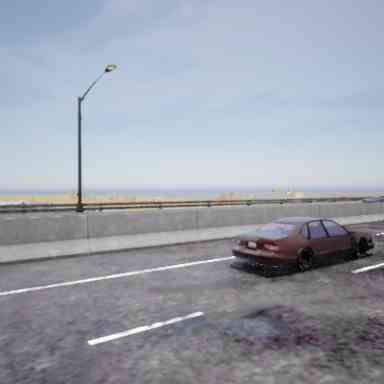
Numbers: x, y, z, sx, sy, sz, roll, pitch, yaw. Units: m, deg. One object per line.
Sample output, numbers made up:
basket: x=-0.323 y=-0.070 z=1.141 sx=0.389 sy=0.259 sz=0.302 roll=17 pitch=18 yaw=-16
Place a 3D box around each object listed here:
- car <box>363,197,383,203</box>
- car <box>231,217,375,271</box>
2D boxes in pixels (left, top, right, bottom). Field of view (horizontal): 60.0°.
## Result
car: x=27.483 y=1.383 z=49.310 sx=5.357 sy=1.411 sz=2.033 roll=0 pitch=0 yaw=-35
car: x=3.756 y=1.518 z=10.788 sx=5.357 sy=1.411 sz=2.033 roll=0 pitch=0 yaw=-35
